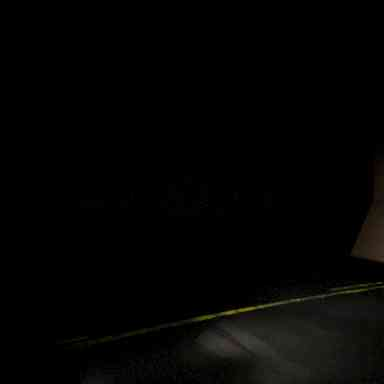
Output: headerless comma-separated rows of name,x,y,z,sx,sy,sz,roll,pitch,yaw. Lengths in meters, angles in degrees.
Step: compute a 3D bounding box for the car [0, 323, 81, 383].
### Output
car,-3.025,1.460,1.524,4.902,1.511,2.128,0,0,-37
